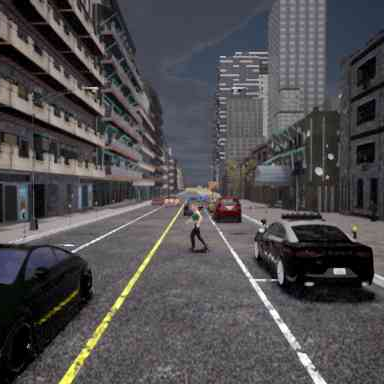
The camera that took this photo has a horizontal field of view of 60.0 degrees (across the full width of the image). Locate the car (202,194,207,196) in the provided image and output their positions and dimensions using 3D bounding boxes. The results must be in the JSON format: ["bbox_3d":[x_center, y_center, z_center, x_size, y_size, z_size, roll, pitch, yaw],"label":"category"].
[{"bbox_3d":[2.823,1.514,59.586,1.802,1.307,4.206,-1,0,0],"label":"car"}]

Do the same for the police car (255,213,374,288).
[{"bbox_3d":[3.023,1.417,9.382,1.930,1.638,5.238,0,0,0],"label":"police car"}]

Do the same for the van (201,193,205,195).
[{"bbox_3d":[2.874,1.235,81.905,1.690,1.788,3.998,-1,0,0],"label":"van"}]

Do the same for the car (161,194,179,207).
[{"bbox_3d":[-2.965,1.299,49.695,2.097,1.767,4.553,0,0,0],"label":"car"}]

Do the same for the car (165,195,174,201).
[{"bbox_3d":[-5.502,1.476,81.883,1.802,1.307,4.206,-1,0,0],"label":"car"}]

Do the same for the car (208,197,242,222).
[{"bbox_3d":[2.703,1.290,26.107,2.192,1.841,5.009,-1,0,0],"label":"car"}]

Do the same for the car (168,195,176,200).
[{"bbox_3d":[-5.475,1.425,93.045,2.008,1.369,4.403,-1,0,0],"label":"car"}]

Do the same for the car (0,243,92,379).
[{"bbox_3d":[-3.088,1.559,5.338,1.994,1.385,4.181,0,0,0],"label":"car"}]

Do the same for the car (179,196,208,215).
[{"bbox_3d":[0.160,1.460,32.903,2.128,1.511,4.902,0,0,0],"label":"car"}]

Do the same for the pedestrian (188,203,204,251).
[{"bbox_3d":[0.158,1.283,12.381,0.375,1.860,0.375,-1,1,0],"label":"pedestrian"}]

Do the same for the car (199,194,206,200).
[{"bbox_3d":[2.905,1.418,93.066,1.887,1.381,4.507,-1,0,0],"label":"car"}]

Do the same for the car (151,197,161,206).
[{"bbox_3d":[-5.571,1.522,53.981,1.802,1.307,4.206,-1,0,0],"label":"car"}]

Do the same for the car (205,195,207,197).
[{"bbox_3d":[2.786,1.506,42.846,2.008,1.369,4.403,-1,0,0],"label":"car"}]

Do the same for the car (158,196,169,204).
[{"bbox_3d":[-5.543,1.468,65.142,1.887,1.381,4.507,-1,0,0],"label":"car"}]
